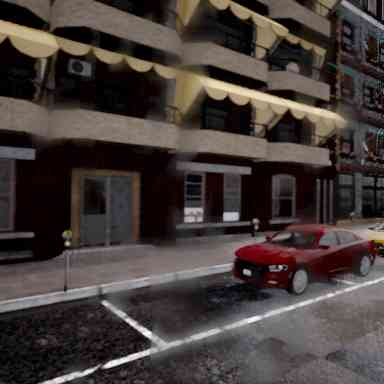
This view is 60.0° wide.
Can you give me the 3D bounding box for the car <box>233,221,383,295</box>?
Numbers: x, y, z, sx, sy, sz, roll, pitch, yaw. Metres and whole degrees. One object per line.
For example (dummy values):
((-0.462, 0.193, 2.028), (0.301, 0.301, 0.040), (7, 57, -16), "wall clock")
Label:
((3.067, 1.557, 8.756), (4.507, 1.381, 1.887), (0, 1, -36), "car")
